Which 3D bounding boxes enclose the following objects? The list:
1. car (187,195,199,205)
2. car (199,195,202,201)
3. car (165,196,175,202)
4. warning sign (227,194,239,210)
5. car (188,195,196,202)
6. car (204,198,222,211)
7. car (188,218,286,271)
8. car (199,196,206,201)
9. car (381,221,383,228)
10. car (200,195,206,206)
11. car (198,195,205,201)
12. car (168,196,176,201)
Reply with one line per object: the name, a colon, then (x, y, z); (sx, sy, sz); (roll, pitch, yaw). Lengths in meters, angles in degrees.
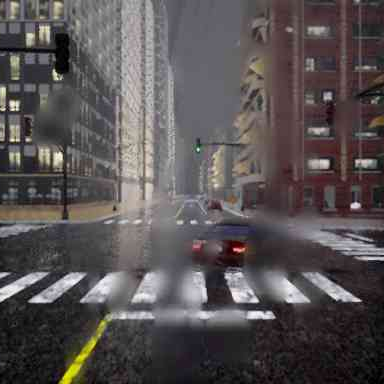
car: (0.009, 1.733, 63.383); (1.895, 1.301, 4.718); (0, 0, 0)
car: (2.700, 1.673, 59.319); (2.008, 1.369, 4.403); (0, 0, 0)
car: (-5.678, 1.730, 81.914); (2.008, 1.369, 4.403); (0, 0, 0)
warning sign: (5.071, 1.194, 40.869); (1.300, 1.860, 1.060); (0, 0, 0)
car: (0.011, 1.467, 73.355); (1.882, 1.535, 5.008); (0, 0, 0)
car: (2.747, 1.661, 40.753); (1.802, 1.307, 4.206); (0, 0, 0)
car: (1.751, 1.586, 11.074); (2.033, 1.411, 5.357); (0, -1, 26)
car: (2.702, 1.776, 87.562); (1.802, 1.307, 4.206); (0, 0, 0)
car: (14.646, 1.870, 21.068); (4.829, 1.417, 1.752); (1, -1, 0)
car: (2.698, 1.659, 53.671); (2.008, 1.369, 4.403); (0, 0, 0)
car: (2.703, 1.651, 93.211); (1.967, 1.590, 4.097); (0, 0, 0)
car: (-5.677, 1.756, 93.212); (1.887, 1.381, 4.507); (0, 0, 0)
